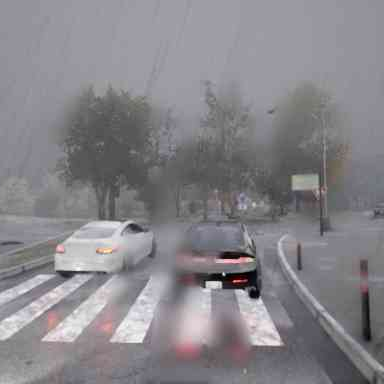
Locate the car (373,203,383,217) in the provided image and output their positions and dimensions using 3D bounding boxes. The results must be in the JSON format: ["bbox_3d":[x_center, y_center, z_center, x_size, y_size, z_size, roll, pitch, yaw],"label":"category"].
[{"bbox_3d":[20.827,1.869,35.575,2.128,1.511,4.902,-3,-2,40],"label":"car"}]

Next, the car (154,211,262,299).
[{"bbox_3d":[0.675,1.479,8.497,2.128,1.511,4.902,-1,0,7],"label":"car"}]

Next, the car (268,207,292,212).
[{"bbox_3d":[19.130,3.946,72.499,4.718,1.301,1.895,-3,-5,37],"label":"car"}]

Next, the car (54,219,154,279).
[{"bbox_3d":[-2.381,1.547,10.080,1.812,1.442,4.674,-1,0,7],"label":"car"}]
